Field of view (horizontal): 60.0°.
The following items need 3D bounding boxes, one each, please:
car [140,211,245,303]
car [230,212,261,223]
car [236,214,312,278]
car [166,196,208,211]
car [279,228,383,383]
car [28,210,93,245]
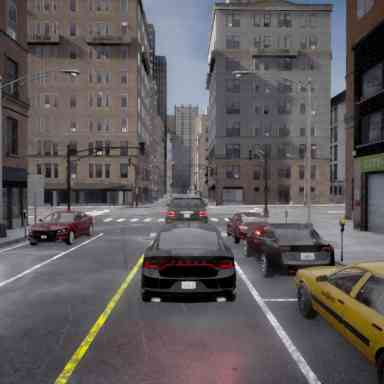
[{"bbox_3d":[-0.079,1.475,8.292,1.882,1.535,5.008,0,0,0],"label":"car"},{"bbox_3d":[2.631,1.576,15.570,1.802,1.307,4.206,-1,0,-1],"label":"car"},{"bbox_3d":[2.719,1.562,9.985,1.947,1.339,4.313,-1,0,-1],"label":"car"},{"bbox_3d":[-0.284,1.215,18.423,2.150,2.045,5.566,0,0,-1],"label":"car"},{"bbox_3d":[2.803,1.524,4.569,1.752,1.417,4.829,-1,0,-1],"label":"car"},{"bbox_3d":[-5.913,1.539,15.432,1.887,1.381,4.507,-1,0,-1],"label":"car"}]
